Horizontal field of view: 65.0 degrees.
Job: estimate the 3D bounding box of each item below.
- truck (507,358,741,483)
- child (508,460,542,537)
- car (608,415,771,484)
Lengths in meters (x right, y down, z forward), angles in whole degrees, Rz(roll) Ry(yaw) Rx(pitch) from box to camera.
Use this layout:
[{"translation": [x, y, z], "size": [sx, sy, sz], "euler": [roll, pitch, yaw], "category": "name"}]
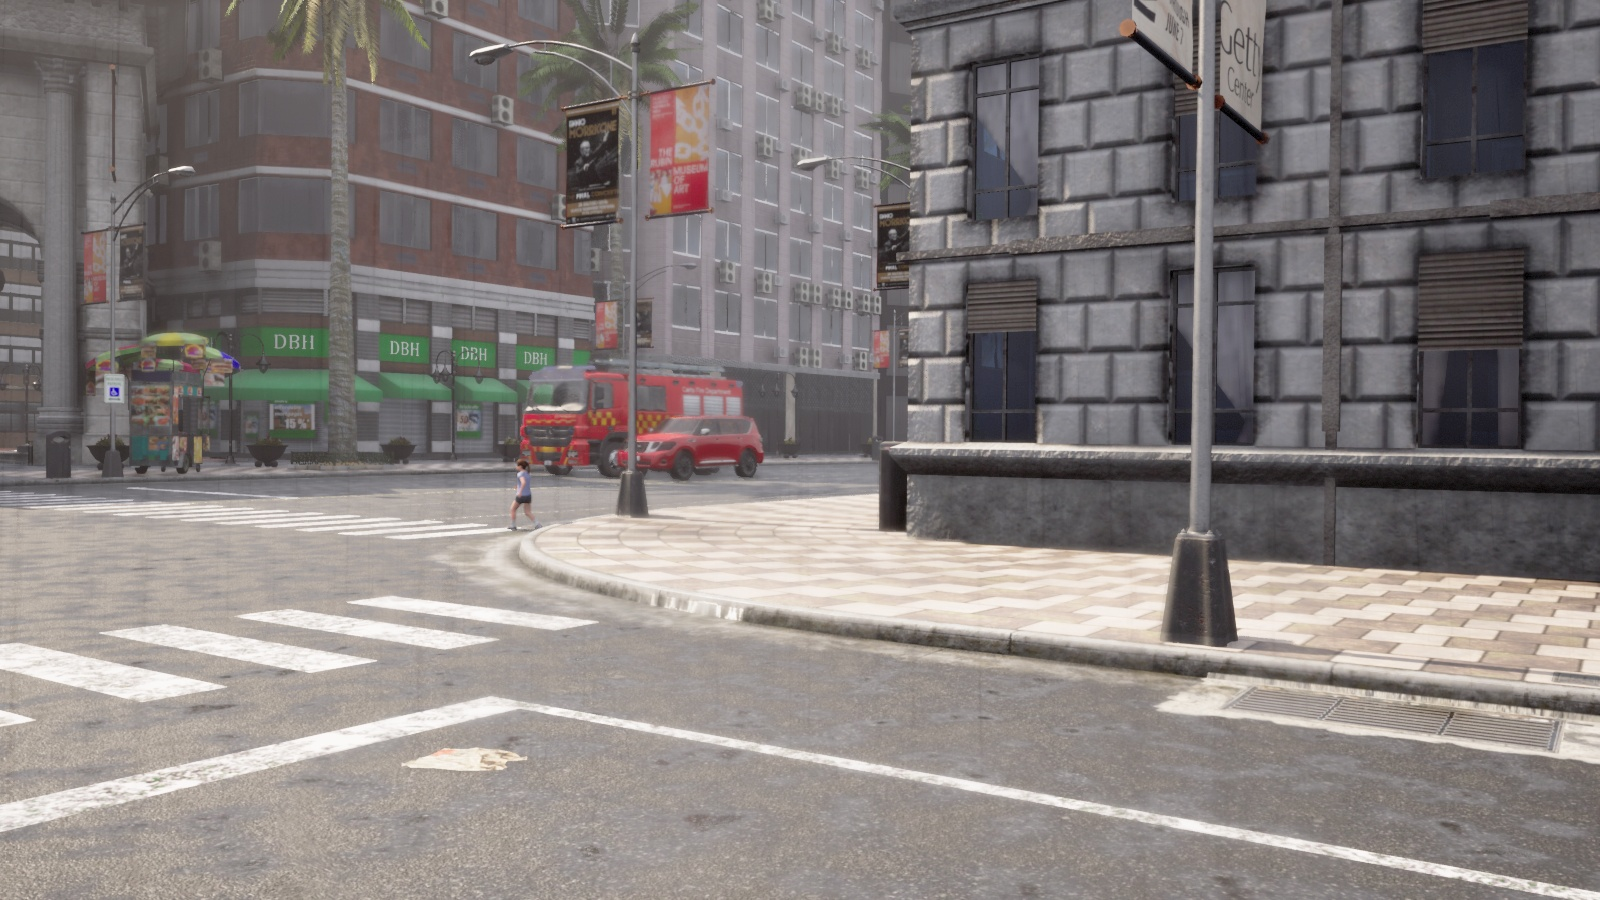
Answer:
[{"translation": [-5.747, -0.966, 42.840], "size": [2.891, 3.827, 8.468], "euler": [0, 1, 34], "category": "truck"}, {"translation": [-4.030, 0.703, 18.401], "size": [0.394, 1.110, 0.255], "euler": [0, 1, 27], "category": "child"}, {"translation": [-3.411, -0.065, 40.035], "size": [2.150, 2.045, 5.566], "euler": [0, 1, 34], "category": "car"}]
